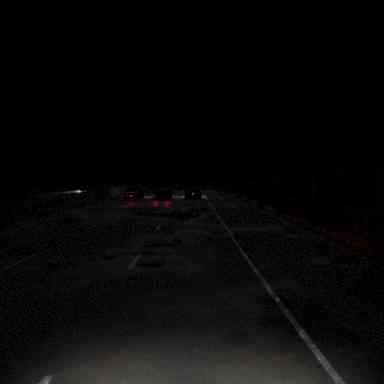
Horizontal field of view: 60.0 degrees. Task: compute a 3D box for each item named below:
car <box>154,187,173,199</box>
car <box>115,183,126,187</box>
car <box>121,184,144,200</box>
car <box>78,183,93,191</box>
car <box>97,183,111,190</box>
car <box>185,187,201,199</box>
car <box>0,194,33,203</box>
[{"bbox_3d":[-3.396,0.093,40.276,1.812,1.442,4.674,0,3,0],"label":"car"},{"bbox_3d":[-13.993,-1.043,65.803,1.837,1.490,4.892,0,2,0],"label":"car"},{"bbox_3d":[-6.897,0.087,39.935,1.837,1.490,4.892,0,2,0],"label":"car"},{"bbox_3d":[-20.989,-1.013,65.779,2.128,1.511,4.902,0,3,0],"label":"car"},{"bbox_3d":[-17.491,-1.034,66.216,2.128,1.511,4.902,0,2,0],"label":"car"},{"bbox_3d":[0.104,0.101,40.961,1.994,1.385,4.181,0,3,0],"label":"car"},{"bbox_3d":[-14.095,0.824,25.448,1.895,1.301,4.718,0,3,0],"label":"car"}]
